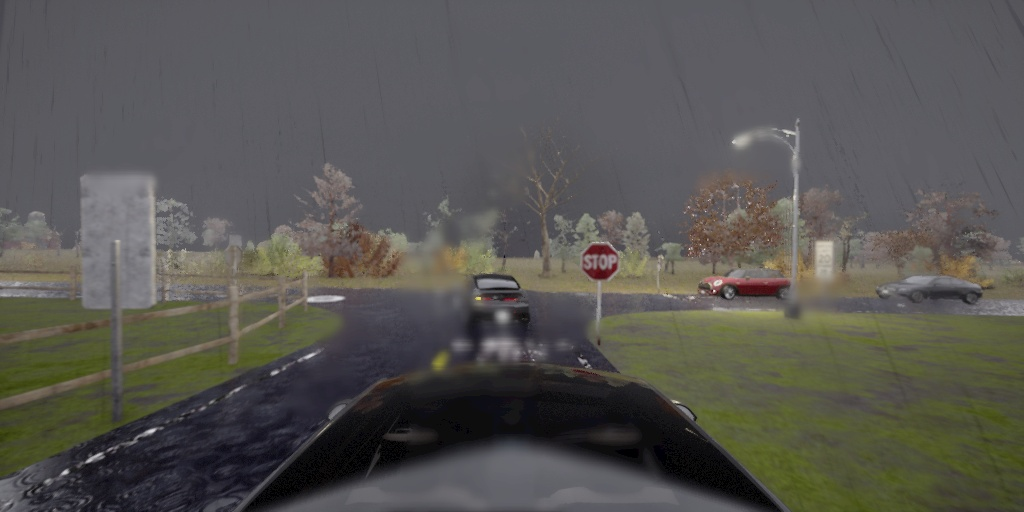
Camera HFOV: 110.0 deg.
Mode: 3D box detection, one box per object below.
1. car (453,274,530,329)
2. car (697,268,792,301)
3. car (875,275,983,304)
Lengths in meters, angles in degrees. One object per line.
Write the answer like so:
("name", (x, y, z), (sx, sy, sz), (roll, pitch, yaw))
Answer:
("car", (-0.769, 1.319, 11.663), (1.837, 1.490, 4.892), (1, 0, -13))
("car", (12.821, 1.453, 19.896), (4.553, 1.767, 2.097), (1, 1, -1))
("car", (23.118, 1.809, 19.916), (4.674, 1.442, 1.812), (1, 1, 0))
